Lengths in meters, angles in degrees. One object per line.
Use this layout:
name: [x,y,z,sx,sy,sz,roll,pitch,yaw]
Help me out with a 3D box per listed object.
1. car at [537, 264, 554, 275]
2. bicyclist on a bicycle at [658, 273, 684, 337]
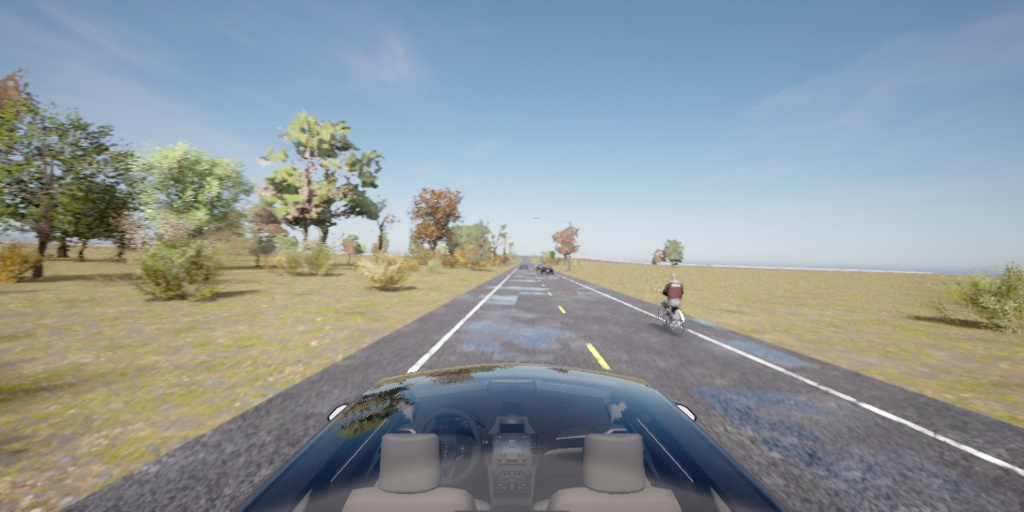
car: [5.365,2.065,55.420,1.882,1.535,5.008,2,0,2]
bicyclist on a bicycle: [4.654,1.387,10.558,0.659,1.776,1.843,2,0,2]
